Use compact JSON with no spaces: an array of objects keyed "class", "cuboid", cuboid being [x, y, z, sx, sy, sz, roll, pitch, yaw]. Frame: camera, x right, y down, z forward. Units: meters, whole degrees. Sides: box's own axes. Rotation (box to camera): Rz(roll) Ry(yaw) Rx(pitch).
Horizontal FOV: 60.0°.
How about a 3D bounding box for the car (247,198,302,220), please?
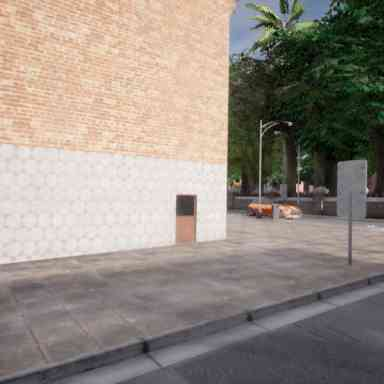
[{"class":"car","cuboid":[6.762,1.337,27.460,2.097,1.767,4.553,2,-1,-35]}]
